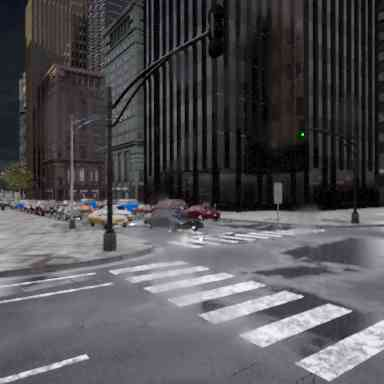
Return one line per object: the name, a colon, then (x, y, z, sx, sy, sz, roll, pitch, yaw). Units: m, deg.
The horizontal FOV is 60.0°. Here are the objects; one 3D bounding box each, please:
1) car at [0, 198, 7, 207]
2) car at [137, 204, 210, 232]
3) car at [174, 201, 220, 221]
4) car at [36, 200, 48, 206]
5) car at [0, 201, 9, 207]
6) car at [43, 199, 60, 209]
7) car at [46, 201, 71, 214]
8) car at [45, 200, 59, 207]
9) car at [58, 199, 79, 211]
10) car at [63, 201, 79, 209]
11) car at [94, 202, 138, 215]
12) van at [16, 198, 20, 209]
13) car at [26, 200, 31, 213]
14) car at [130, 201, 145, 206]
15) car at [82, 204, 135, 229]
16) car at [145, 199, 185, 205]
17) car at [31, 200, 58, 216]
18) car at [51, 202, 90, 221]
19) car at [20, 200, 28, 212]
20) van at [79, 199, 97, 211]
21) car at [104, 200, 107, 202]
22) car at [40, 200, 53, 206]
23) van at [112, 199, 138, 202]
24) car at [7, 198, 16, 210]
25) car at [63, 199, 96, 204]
car: (-41.221, 2.664, 73.707, 1.887, 1.381, 4.507, -1, 0, -35)
car: (-1.414, 1.787, 22.180, 2.033, 1.411, 5.357, 0, -1, -35)
car: (0.630, 1.823, 29.473, 1.887, 1.381, 4.507, -1, 0, -35)
car: (-37.684, 2.704, 83.454, 2.008, 1.369, 4.403, -1, 0, -35)
car: (-44.332, 2.768, 78.092, 1.802, 1.307, 4.206, -1, 0, -35)
car: (-27.011, 2.234, 63.832, 2.097, 1.767, 4.553, 0, -1, -35)
car: (-18.871, 2.142, 46.918, 2.128, 1.511, 4.902, 0, -1, -35)
car: (-31.662, 2.589, 74.969, 1.947, 1.339, 4.313, -1, 0, -35)
car: (-20.193, 2.078, 54.250, 2.097, 1.767, 4.553, 0, -1, -36)
car: (-22.629, 2.401, 62.242, 1.802, 1.307, 4.206, -1, 0, -35)
car: (-7.012, 1.898, 30.122, 1.812, 1.442, 4.674, 0, -1, -35)
van: (-26.129, 2.120, 52.437, 1.690, 1.788, 3.998, -1, 0, -35)
car: (-20.469, 2.193, 44.468, 1.887, 1.381, 4.507, -1, 0, -35)
car: (-5.248, 1.998, 37.777, 1.802, 1.307, 4.206, -1, 0, -35)
car: (-6.232, 1.840, 24.408, 1.752, 1.417, 4.829, -1, 0, -35)
car: (-2.315, 1.662, 33.625, 2.192, 1.841, 5.009, -1, 0, -35)
car: (-17.647, 1.898, 40.484, 2.192, 1.841, 5.009, -1, 0, -35)
car: (-11.986, 2.001, 32.515, 2.008, 1.369, 4.403, -1, 0, -35)
car: (-23.299, 2.154, 48.452, 1.967, 1.590, 4.097, -1, 0, -35)
van: (-17.012, 2.032, 54.384, 1.690, 1.788, 3.998, -1, 0, -35)
car: (-11.133, 1.869, 46.081, 2.192, 1.841, 5.009, -1, 0, -35)
car: (-34.674, 2.655, 79.212, 1.947, 1.339, 4.313, -1, 0, -35)
van: (-8.194, 1.827, 41.929, 1.690, 1.788, 3.998, -1, 0, -35)
car: (-31.886, 2.351, 60.551, 1.967, 1.590, 4.097, -1, 0, -35)
car: (-12.890, 1.862, 38.418, 2.097, 1.767, 4.553, 0, -1, -35)
